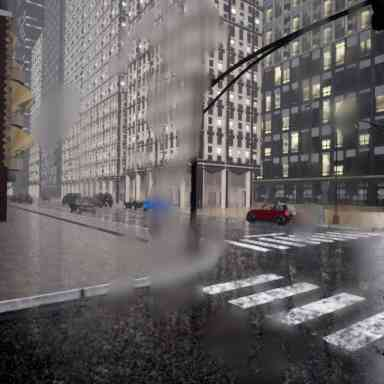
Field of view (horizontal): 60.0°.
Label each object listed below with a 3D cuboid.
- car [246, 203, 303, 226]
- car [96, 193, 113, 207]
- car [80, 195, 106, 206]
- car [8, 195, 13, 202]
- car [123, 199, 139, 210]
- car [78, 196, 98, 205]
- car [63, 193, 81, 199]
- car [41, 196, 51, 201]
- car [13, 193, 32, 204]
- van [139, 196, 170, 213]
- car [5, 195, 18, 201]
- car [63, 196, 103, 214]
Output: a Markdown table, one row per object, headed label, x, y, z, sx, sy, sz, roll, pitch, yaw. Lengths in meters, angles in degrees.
| label | x | y | z | sx | sy | sz | roll | pitch | yaw |
| --- | --- | --- | --- | --- | --- | --- | --- | --- | --- |
| car | 5.786 | 1.504 | 23.957 | 1.967 | 1.590 | 4.097 | 1 | -1 | -35 |
| car | -14.446 | 1.255 | 53.171 | 2.150 | 2.045 | 5.566 | 1 | -1 | -35 |
| car | -14.539 | 1.535 | 48.025 | 1.994 | 1.385 | 4.181 | 1 | -1 | -37 |
| car | -37.024 | 1.397 | 69.764 | 1.947 | 1.339 | 4.313 | 1 | -1 | -35 |
| car | -7.299 | 1.584 | 42.378 | 2.008 | 1.369 | 4.403 | 1 | -1 | -35 |
| car | -18.455 | 1.525 | 58.874 | 1.837 | 1.490 | 4.892 | 1 | -1 | -35 |
| car | -20.000 | 1.182 | 55.629 | 2.150 | 2.045 | 5.566 | 1 | -1 | -35 |
| car | -36.735 | 1.570 | 83.826 | 1.802 | 1.307 | 4.206 | 1 | -1 | -35 |
| car | -30.479 | 1.155 | 60.556 | 2.192 | 1.841 | 5.009 | 1 | -1 | -35 |
| van | -4.025 | 1.382 | 37.774 | 1.690 | 1.788 | 3.998 | 1 | -1 | -35 |
| car | -40.294 | 1.378 | 74.370 | 2.008 | 1.369 | 4.403 | 1 | -1 | -35 |
| car | -10.860 | 1.427 | 32.921 | 2.008 | 1.369 | 4.403 | 1 | -1 | -35 |
